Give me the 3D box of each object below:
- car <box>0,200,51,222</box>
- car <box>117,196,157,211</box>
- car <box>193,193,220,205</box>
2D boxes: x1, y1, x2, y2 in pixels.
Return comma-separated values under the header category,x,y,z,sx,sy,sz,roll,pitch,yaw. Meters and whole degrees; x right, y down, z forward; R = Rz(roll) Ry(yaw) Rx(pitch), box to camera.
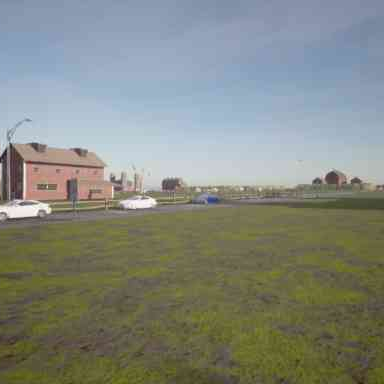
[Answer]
category,x,y,z,sx,sy,sz,roll,pitch,yaw
car,-12.835,1.306,24.650,1.812,1.442,4.674,1,1,34
car,-5.626,1.124,34.666,1.812,1.442,4.674,1,1,36
car,2.083,0.928,45.282,1.812,1.442,4.674,1,1,36
